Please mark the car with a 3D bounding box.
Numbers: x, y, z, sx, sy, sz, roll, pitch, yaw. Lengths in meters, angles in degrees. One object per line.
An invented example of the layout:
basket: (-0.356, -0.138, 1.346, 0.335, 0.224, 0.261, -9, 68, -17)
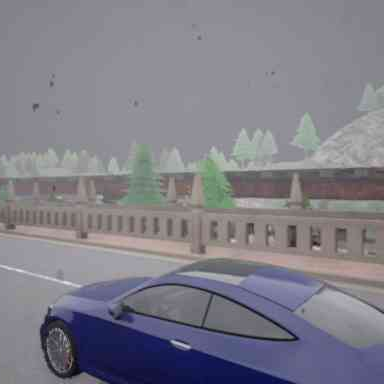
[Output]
car: (0.184, 1.520, 3.802, 4.674, 1.442, 1.812, 0, 0, 36)
